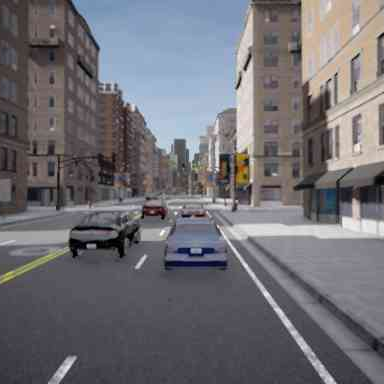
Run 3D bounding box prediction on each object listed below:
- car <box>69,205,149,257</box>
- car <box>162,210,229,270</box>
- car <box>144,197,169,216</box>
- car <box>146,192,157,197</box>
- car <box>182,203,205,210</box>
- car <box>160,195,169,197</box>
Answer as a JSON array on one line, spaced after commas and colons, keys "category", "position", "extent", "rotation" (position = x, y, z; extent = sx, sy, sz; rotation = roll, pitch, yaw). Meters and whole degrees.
[{"category": "car", "position": [-3.147, 1.473, 12.826], "extent": [2.128, 1.511, 4.902], "rotation": [0, 0, 0]}, {"category": "car", "position": [0.104, 1.531, 10.936], "extent": [2.033, 1.411, 5.357], "rotation": [0, 0, 0]}, {"category": "car", "position": [-3.139, 1.433, 28.658], "extent": [1.882, 1.535, 5.008], "rotation": [0, 0, 0]}, {"category": "car", "position": [-9.727, 1.103, 79.644], "extent": [2.150, 2.045, 5.566], "rotation": [0, 0, 0]}, {"category": "car", "position": [0.108, 1.559, 26.844], "extent": [1.895, 1.301, 4.718], "rotation": [0, 0, 0]}, {"category": "car", "position": [-6.477, 1.403, 79.673], "extent": [2.128, 1.511, 4.902], "rotation": [0, 0, 0]}]
